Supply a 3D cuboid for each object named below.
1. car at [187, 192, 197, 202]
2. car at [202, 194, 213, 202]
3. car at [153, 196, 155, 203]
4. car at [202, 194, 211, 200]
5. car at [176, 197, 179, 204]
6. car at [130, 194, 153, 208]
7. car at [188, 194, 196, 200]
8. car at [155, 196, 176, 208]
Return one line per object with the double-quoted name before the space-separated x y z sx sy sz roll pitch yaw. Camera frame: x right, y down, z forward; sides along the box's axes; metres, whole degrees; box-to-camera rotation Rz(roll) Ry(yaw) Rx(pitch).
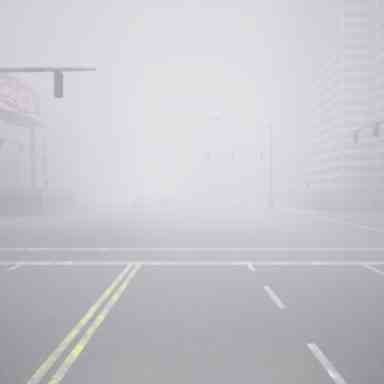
"car" -0.019 1.110 71.270 2.150 2.045 5.566 0 0 0
"car" 3.480 1.240 72.044 2.097 1.767 4.553 0 0 0
"car" -7.045 1.457 61.275 2.033 1.411 5.357 0 0 1
"car" 3.478 1.247 81.942 2.033 1.411 5.357 0 0 0
"car" -3.552 1.435 61.103 1.812 1.442 4.674 0 0 1
"car" -7.092 1.284 45.641 2.097 1.767 4.553 0 0 0
"car" -0.022 1.260 81.941 1.994 1.385 4.181 0 0 0
"car" -3.593 1.436 45.671 1.837 1.490 4.892 0 0 0
